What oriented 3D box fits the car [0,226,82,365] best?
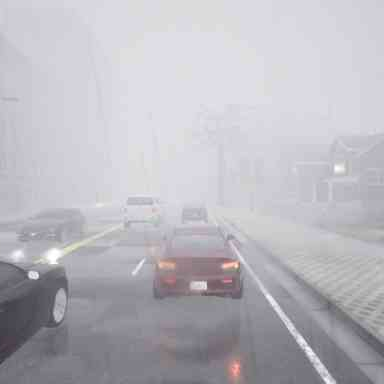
[{"bbox_3d":[-3.139,1.477,3.968,1.882,1.535,5.008,0,0,0],"label":"car"}]

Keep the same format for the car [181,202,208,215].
[{"bbox_3d":[0.189,1.468,25.280,1.882,1.535,5.008,0,0,0],"label":"car"}]

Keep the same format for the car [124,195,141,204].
[{"bbox_3d":[-9.561,1.116,53.418,1.994,1.385,4.181,0,0,0],"label":"car"}]

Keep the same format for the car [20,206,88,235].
[{"bbox_3d":[-6.544,1.500,16.124,1.837,1.490,4.892,0,0,0],"label":"car"}]

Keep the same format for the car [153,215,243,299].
[{"bbox_3d":[0.128,1.524,8.300,1.812,1.442,4.674,0,0,0],"label":"car"}]

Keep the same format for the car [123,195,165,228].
[{"bbox_3d":[-3.071,1.213,22.065,2.150,2.045,5.566,0,0,0],"label":"car"}]
